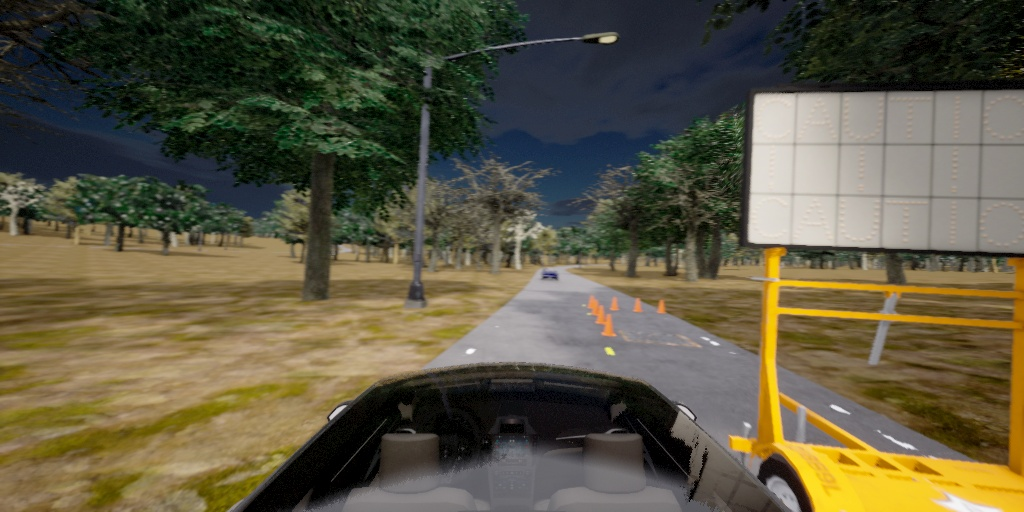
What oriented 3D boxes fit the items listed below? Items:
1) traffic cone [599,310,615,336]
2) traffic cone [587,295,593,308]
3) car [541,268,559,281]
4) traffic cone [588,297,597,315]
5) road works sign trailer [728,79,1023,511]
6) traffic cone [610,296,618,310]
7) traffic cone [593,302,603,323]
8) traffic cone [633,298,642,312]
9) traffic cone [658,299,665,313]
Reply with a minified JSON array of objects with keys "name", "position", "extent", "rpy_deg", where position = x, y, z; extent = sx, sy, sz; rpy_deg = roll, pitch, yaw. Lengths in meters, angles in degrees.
[{"name":"traffic cone","position":[2.727,1.932,10.147],"extent":[0.340,0.580,0.340],"rpy_deg":[0,0,8]},{"name":"traffic cone","position":[3.562,2.042,16.087],"extent":[0.340,0.580,0.340],"rpy_deg":[0,0,8]},{"name":"car","position":[4.200,2.031,39.805],"extent":[1.895,1.301,4.718],"rpy_deg":[3,-1,5]},{"name":"traffic cone","position":[3.283,2.005,14.107],"extent":[0.340,0.580,0.340],"rpy_deg":[0,0,8]},{"name":"road works sign trailer","position":[3.014,0.377,3.037],"extent":[2.380,3.560,2.880],"rpy_deg":[0,0,8]},{"name":"traffic cone","position":[4.551,2.090,15.948],"extent":[0.340,0.580,0.340],"rpy_deg":[0,0,8]},{"name":"traffic cone","position":[3.005,1.969,12.127],"extent":[0.340,0.580,0.340],"rpy_deg":[0,0,8]},{"name":"traffic cone","position":[5.539,2.137,15.807],"extent":[0.340,0.580,0.340],"rpy_deg":[0,0,8]},{"name":"traffic cone","position":[6.529,2.184,15.667],"extent":[0.340,0.580,0.340],"rpy_deg":[0,0,8]}]
